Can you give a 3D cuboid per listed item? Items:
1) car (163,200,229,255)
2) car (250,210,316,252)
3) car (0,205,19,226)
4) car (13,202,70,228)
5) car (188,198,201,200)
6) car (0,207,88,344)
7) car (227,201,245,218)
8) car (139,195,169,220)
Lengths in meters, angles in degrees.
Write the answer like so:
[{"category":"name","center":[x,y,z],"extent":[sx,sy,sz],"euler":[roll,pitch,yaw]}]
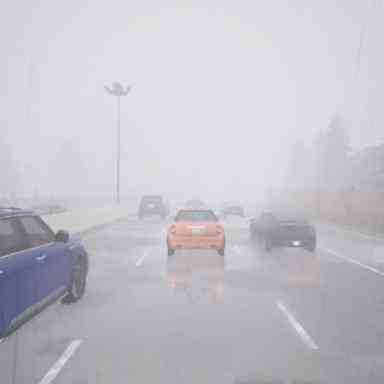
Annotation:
[{"category":"car","center":[0.153,1.379,13.652],"extent":[2.097,1.767,4.553],"euler":[0,0,0]},{"category":"car","center":[3.653,1.533,14.017],"extent":[1.837,1.490,4.892],"euler":[0,0,0]},{"category":"car","center":[-14.012,1.646,22.778],"extent":[1.895,1.301,4.718],"euler":[0,0,0]},{"category":"car","center":[-10.506,1.551,23.631],"extent":[1.837,1.490,4.892],"euler":[0,0,0]},{"category":"car","center":[0.216,1.411,29.897],"extent":[2.097,1.767,4.553],"euler":[0,0,0]},{"category":"car","center":[-3.382,1.232,5.063],"extent":[2.150,2.045,5.566],"euler":[0,0,0]},{"category":"car","center":[3.708,1.587,31.166],"extent":[1.812,1.442,4.674],"euler":[0,0,0]},{"category":"car","center":[-3.286,1.279,29.345],"extent":[2.150,2.045,5.566],"euler":[0,0,0]}]
